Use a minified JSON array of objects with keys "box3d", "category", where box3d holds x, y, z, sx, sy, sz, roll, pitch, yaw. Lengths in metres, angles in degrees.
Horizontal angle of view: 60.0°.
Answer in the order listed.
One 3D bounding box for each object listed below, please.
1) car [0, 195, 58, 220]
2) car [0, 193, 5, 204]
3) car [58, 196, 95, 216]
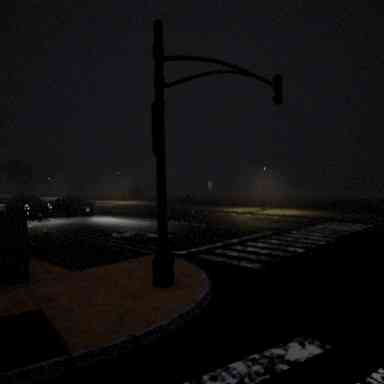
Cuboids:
[{"box3d":[-12.333,1.015,25.052,4.553,1.767,2.097,1,2,43],"category":"car"},{"box3d":[-26.184,0.826,42.976,5.357,1.411,2.033,1,2,45],"category":"car"},{"box3d":[-9.730,1.080,27.068,4.902,1.511,2.128,1,2,43],"category":"car"}]
